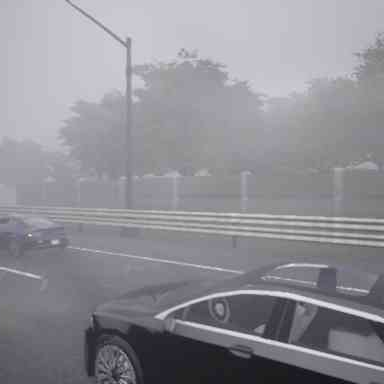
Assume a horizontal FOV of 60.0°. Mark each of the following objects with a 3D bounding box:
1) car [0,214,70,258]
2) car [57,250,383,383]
[{"bbox_3d":[-6.664,1.580,12.930,4.674,1.442,1.812,0,0,35],"label":"car"},{"bbox_3d":[0.926,1.494,3.314,4.902,1.511,2.128,0,0,35],"label":"car"}]
